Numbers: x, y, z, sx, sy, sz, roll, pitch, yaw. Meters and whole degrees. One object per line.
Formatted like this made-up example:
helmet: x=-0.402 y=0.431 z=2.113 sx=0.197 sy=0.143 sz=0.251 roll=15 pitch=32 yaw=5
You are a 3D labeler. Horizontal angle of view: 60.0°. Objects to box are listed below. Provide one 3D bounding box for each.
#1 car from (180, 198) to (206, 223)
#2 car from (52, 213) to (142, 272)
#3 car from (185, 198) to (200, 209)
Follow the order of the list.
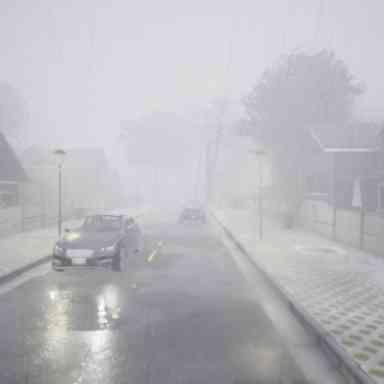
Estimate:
car: x=0.066 y=1.459 z=24.477 sx=1.812 sy=1.442 sz=4.674 roll=0 pitch=0 yaw=0
car: x=-2.815 y=1.464 z=10.764 sx=2.128 sy=1.511 sz=4.902 roll=0 pitch=0 yaw=0
car: x=0.091 y=1.484 z=43.535 sx=1.895 sy=1.301 sz=4.718 roll=0 pitch=0 yaw=0
